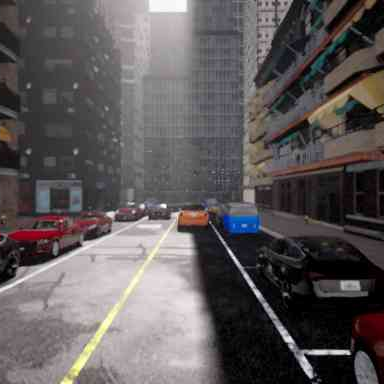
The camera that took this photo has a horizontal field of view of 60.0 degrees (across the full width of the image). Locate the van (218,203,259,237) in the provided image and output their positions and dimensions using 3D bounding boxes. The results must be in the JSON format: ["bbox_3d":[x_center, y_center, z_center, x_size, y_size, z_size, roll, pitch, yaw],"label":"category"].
[{"bbox_3d":[2.680,1.518,18.920,1.690,1.788,3.998,-1,-1,0],"label":"van"}]

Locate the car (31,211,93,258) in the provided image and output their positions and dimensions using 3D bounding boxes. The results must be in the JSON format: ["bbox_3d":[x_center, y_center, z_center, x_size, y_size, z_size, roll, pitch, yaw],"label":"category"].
[{"bbox_3d":[-5.699,1.670,13.347,1.887,1.381,4.507,-1,-1,0],"label":"car"}]

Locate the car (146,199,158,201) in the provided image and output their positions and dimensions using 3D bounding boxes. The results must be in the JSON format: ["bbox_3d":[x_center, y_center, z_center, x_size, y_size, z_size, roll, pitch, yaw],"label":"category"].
[{"bbox_3d":[-5.694,1.938,41.356,2.008,1.369,4.403,-1,-1,0],"label":"car"}]

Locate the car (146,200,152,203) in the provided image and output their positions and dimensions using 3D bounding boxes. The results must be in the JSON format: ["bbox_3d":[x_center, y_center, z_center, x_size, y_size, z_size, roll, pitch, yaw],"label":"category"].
[{"bbox_3d":[-5.694,1.900,35.753,1.947,1.339,4.313,-1,-1,0],"label":"car"}]

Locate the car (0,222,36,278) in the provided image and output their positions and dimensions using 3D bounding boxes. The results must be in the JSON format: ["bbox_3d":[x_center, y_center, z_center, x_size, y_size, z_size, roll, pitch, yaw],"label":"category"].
[{"bbox_3d":[-5.700,1.639,7.745,1.947,1.339,4.313,-1,-1,0],"label":"car"}]

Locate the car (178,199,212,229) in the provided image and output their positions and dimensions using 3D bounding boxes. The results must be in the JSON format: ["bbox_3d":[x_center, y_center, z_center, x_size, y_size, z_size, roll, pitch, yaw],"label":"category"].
[{"bbox_3d":[0.103,1.572,23.666,2.097,1.767,4.553,0,-1,0],"label":"car"}]

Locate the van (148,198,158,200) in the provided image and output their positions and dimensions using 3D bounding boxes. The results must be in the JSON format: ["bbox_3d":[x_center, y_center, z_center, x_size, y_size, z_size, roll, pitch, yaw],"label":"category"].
[{"bbox_3d":[-5.696,1.781,46.959,1.690,1.788,3.998,-1,-1,0],"label":"van"}]

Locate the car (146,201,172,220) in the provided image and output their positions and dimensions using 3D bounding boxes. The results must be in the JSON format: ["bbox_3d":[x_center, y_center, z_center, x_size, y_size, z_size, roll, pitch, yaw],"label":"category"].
[{"bbox_3d":[-3.019,1.863,31.908,1.994,1.385,4.181,0,-1,0],"label":"car"}]

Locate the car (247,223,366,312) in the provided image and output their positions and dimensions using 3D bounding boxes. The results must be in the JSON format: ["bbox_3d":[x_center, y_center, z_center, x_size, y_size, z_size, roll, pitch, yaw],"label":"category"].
[{"bbox_3d":[2.681,1.638,7.714,1.947,1.339,4.313,-1,-1,0],"label":"car"}]

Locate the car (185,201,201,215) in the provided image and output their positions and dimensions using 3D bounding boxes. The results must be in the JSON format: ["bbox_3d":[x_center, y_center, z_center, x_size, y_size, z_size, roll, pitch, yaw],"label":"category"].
[{"bbox_3d":[0.106,1.884,40.647,1.837,1.490,4.892,0,-1,0],"label":"car"}]

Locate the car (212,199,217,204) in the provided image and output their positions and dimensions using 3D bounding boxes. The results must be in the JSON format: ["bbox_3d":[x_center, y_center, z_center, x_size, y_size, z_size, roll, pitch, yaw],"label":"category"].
[{"bbox_3d":[2.686,1.913,41.496,1.752,1.417,4.829,-1,-1,0],"label":"car"}]

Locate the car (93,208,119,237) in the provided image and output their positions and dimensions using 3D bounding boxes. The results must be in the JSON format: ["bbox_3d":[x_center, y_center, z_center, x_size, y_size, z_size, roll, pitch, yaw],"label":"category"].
[{"bbox_3d":[-5.697,1.759,18.948,1.802,1.307,4.206,-1,-1,0],"label":"car"}]

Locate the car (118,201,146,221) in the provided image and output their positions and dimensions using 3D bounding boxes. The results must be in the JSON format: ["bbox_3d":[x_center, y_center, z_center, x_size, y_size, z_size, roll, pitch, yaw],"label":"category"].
[{"bbox_3d":[-5.697,1.722,30.153,1.967,1.590,4.097,-1,-1,0],"label":"car"}]

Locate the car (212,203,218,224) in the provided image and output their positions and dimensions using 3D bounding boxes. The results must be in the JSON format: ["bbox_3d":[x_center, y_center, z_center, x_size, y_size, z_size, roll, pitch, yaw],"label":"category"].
[{"bbox_3d":[2.684,1.779,24.521,2.008,1.369,4.403,-1,-1,0],"label":"car"}]

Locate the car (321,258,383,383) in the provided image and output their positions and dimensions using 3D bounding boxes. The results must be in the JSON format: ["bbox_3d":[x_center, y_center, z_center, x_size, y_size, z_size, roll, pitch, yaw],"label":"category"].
[{"bbox_3d":[2.680,1.565,2.113,1.887,1.381,4.507,-1,-1,0],"label":"car"}]
